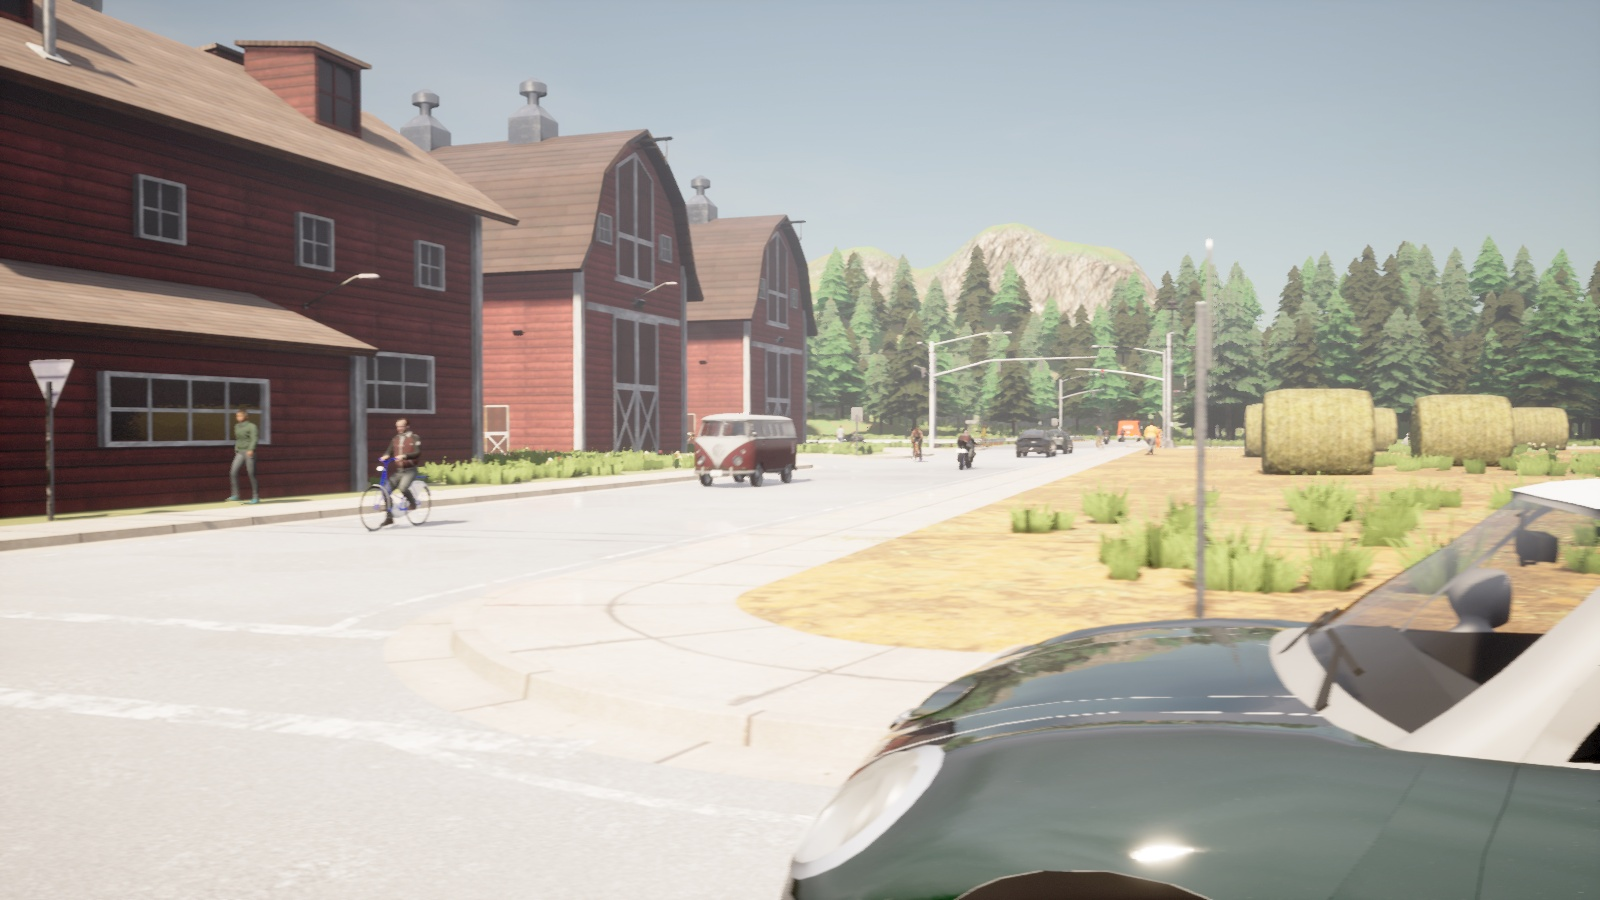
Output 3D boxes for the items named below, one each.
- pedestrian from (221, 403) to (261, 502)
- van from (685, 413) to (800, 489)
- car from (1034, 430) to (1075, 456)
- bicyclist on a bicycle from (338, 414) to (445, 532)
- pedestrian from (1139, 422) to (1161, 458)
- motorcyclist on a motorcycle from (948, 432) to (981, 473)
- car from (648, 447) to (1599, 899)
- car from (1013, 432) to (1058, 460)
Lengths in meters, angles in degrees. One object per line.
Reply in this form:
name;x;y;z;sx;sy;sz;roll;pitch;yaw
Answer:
pedestrian;-10.614;0.040;23.851;0.353;1.847;0.614;1;1;18
van;-1.537;-0.016;35.161;1.775;1.987;4.442;1;1;18
car;15.764;-0.444;77.757;2.007;1.525;4.514;1;1;18
bicyclist on a bicycle;-6.431;0.328;19.866;0.659;1.776;1.843;1;1;18
pedestrian;18.222;-0.525;65.398;0.874;1.855;0.900;1;1;35
motorcyclist on a motorcycle;6.362;0.084;48.376;0.866;1.530;2.191;1;1;18
car;1.846;0.758;2.577;3.806;1.475;1.970;1;1;19
car;12.976;-0.252;69.045;1.837;1.490;4.892;1;1;17
